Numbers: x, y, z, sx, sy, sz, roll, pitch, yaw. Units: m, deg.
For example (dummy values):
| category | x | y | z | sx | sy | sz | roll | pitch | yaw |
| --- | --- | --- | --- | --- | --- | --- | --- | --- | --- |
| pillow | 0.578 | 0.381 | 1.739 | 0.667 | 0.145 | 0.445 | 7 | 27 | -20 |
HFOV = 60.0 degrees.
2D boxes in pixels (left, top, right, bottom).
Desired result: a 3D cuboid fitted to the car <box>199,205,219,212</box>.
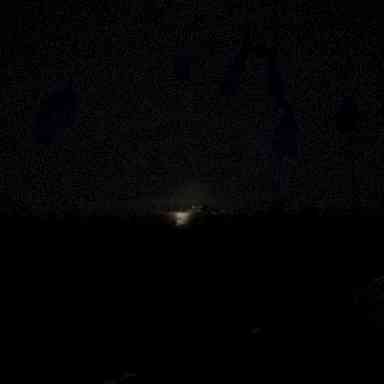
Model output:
| category | x | y | z | sx | sy | sz | roll | pitch | yaw |
| --- | --- | --- | --- | --- | --- | --- | --- | --- | --- |
| car | 3.501 | 3.485 | 69.110 | 1.837 | 1.490 | 4.892 | 2 | -3 | -37 |
